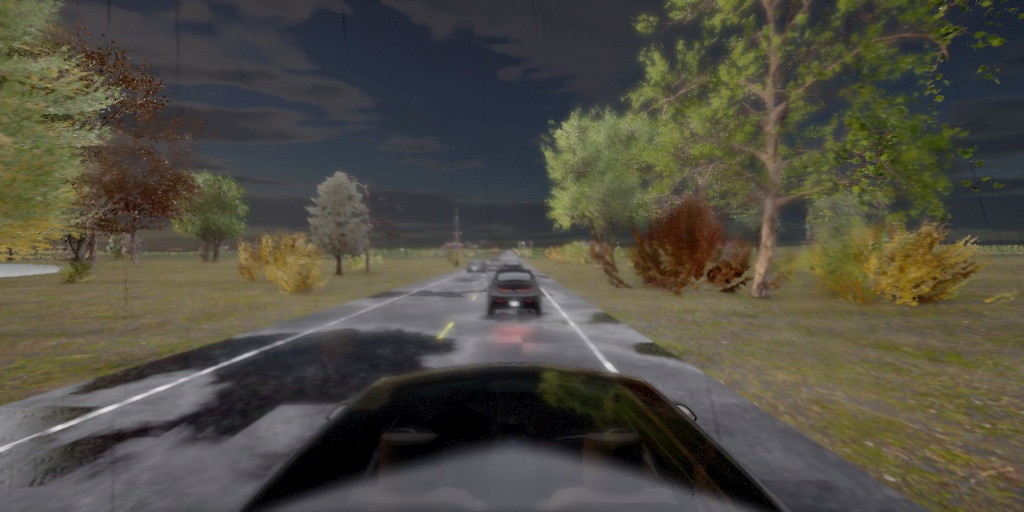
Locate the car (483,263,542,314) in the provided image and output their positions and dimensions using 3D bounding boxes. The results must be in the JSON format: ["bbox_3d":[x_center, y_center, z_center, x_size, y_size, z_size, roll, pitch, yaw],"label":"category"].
[{"bbox_3d":[0.094,1.215,13.636,1.837,1.490,4.892,0,1,0],"label":"car"}]

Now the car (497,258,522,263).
[{"bbox_3d":[0.103,1.130,30.117,2.128,1.511,4.902,0,0,0],"label":"car"}]

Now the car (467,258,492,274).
[{"bbox_3d":[-3.583,1.095,37.442,2.128,1.511,4.902,0,0,0],"label":"car"}]
